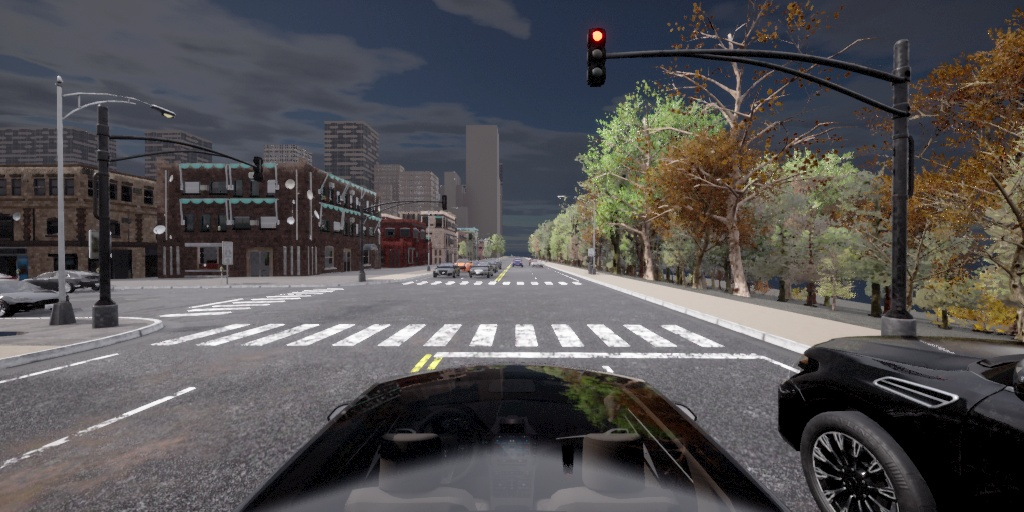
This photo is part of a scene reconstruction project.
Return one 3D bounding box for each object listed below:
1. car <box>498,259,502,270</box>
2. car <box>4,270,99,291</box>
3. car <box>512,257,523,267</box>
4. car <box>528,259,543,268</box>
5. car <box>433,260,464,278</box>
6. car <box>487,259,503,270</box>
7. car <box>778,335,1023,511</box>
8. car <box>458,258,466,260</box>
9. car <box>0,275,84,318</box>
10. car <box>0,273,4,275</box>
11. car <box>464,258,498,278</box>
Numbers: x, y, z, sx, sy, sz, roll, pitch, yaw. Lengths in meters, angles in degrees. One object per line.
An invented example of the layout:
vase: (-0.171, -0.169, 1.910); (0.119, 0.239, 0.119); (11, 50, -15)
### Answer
car: (-2.675, 1.227, 43.270); (2.128, 1.511, 4.902); (0, 0, 1)
car: (-27.959, 1.560, 22.360); (4.403, 1.370, 2.007); (0, 0, 1)
car: (0.999, 1.252, 63.801); (1.812, 1.442, 4.674); (0, 0, 1)
car: (4.331, 1.328, 62.391); (1.895, 1.301, 4.718); (0, 0, 1)
car: (-6.082, 1.304, 33.764); (1.994, 1.385, 4.181); (0, 0, 1)
car: (-2.505, 1.223, 53.512); (2.128, 1.511, 4.902); (0, 0, 1)
car: (3.322, 0.972, 0.675); (2.150, 2.045, 5.566); (0, 0, 1)
car: (-5.916, 1.088, 43.760); (2.097, 1.767, 4.553); (0, 0, 1)
car: (-19.767, 1.565, 13.713); (4.313, 1.339, 1.948); (0, 0, 1)
car: (-33.494, 1.654, 22.458); (4.207, 1.307, 1.802); (0, 0, 1)
car: (-2.821, 1.231, 33.779); (2.128, 1.511, 4.902); (0, 0, 3)
